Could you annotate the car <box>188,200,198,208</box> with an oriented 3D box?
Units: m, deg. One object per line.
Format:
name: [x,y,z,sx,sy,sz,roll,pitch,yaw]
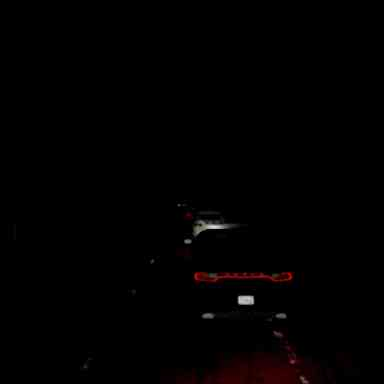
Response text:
car: [0.122,2.264,64.189,1.895,1.301,4.718,0,-1,0]

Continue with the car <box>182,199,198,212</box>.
car: [0.125,1.940,45.131,2.128,1.511,4.902,0,-1,1]

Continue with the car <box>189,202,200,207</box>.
car: [0.872,1.731,23.637,1.837,1.490,4.892,0,-1,0]

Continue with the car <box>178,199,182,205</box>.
car: [-2.589,2.457,84.936,2.033,1.411,5.357,0,-1,0]

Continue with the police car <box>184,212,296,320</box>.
police car: [0.843,1.498,7.748,1.930,1.638,5.238,0,-1,0]

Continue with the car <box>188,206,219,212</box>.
car: [0.861,1.694,17.637,1.812,1.442,4.674,0,-1,0]
